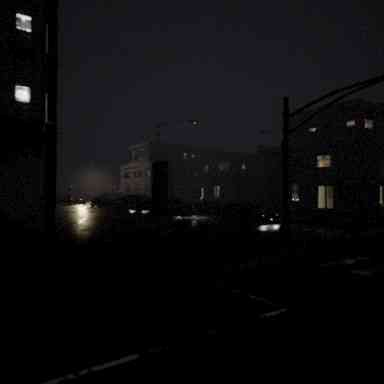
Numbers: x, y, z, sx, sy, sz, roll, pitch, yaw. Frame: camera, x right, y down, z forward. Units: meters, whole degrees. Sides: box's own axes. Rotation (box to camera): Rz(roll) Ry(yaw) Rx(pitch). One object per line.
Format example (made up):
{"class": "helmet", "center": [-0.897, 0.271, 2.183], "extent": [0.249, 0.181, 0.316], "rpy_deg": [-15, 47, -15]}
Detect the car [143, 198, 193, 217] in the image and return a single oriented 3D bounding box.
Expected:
{"class": "car", "center": [-2.173, 1.446, 29.233], "extent": [2.008, 1.369, 4.403], "rpy_deg": [1, 0, -35]}

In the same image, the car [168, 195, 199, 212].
{"class": "car", "center": [-1.738, 1.378, 33.150], "extent": [1.882, 1.535, 5.008], "rpy_deg": [0, 0, -35]}

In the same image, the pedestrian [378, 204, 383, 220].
{"class": "pedestrian", "center": [14.352, 1.449, 25.223], "extent": [0.375, 1.300, 0.375], "rpy_deg": [1, 0, -35]}

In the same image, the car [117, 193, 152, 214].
{"class": "car", "center": [-5.316, 1.186, 33.791], "extent": [2.192, 1.841, 5.009], "rpy_deg": [1, 0, -35]}

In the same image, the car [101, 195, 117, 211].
{"class": "car", "center": [-8.464, 1.399, 38.347], "extent": [2.008, 1.369, 4.403], "rpy_deg": [1, 0, -35]}

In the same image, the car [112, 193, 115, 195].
{"class": "car", "center": [-10.205, 1.320, 50.966], "extent": [1.882, 1.535, 5.008], "rpy_deg": [0, 0, -34]}

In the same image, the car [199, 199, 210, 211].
{"class": "car", "center": [1.579, 1.511, 38.549], "extent": [1.802, 1.307, 4.206], "rpy_deg": [1, 0, -35]}

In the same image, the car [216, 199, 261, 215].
{"class": "car", "center": [4.629, 1.477, 34.132], "extent": [1.752, 1.417, 4.829], "rpy_deg": [1, 0, -35]}

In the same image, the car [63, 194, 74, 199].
{"class": "car", "center": [-33.020, 1.284, 88.674], "extent": [1.802, 1.307, 4.206], "rpy_deg": [1, 0, -35]}

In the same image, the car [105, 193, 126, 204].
{"class": "car", "center": [-14.145, 1.134, 61.334], "extent": [2.192, 1.841, 5.009], "rpy_deg": [1, 0, -35]}

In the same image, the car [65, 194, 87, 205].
{"class": "car", "center": [-17.804, 1.308, 51.877], "extent": [1.752, 1.417, 4.829], "rpy_deg": [1, 0, -35]}

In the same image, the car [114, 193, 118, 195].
{"class": "car", "center": [-7.525, 1.209, 41.564], "extent": [2.097, 1.767, 4.553], "rpy_deg": [0, 0, -35]}

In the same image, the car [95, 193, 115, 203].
{"class": "car", "center": [-17.290, 1.114, 65.890], "extent": [2.192, 1.841, 5.009], "rpy_deg": [1, 0, -35]}

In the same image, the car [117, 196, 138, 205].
{"class": "car", "center": [-11.098, 1.365, 56.916], "extent": [1.752, 1.417, 4.829], "rpy_deg": [1, 0, -35]}

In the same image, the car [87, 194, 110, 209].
{"class": "car", "center": [-11.609, 1.370, 42.903], "extent": [1.887, 1.381, 4.507], "rpy_deg": [1, 0, -35]}

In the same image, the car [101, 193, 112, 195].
{"class": "car", "center": [-16.149, 1.307, 59.492], "extent": [1.837, 1.490, 4.892], "rpy_deg": [0, 0, -35]}

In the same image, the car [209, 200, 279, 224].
{"class": "car", "center": [3.934, 1.491, 24.939], "extent": [2.033, 1.411, 5.357], "rpy_deg": [0, 0, -35]}

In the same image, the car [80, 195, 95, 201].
{"class": "car", "center": [-23.584, 1.325, 75.003], "extent": [1.947, 1.339, 4.313], "rpy_deg": [1, 0, -35]}

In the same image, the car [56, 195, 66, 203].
{"class": "car", "center": [-24.191, 1.307, 61.131], "extent": [1.947, 1.339, 4.313], "rpy_deg": [1, 0, -35]}
